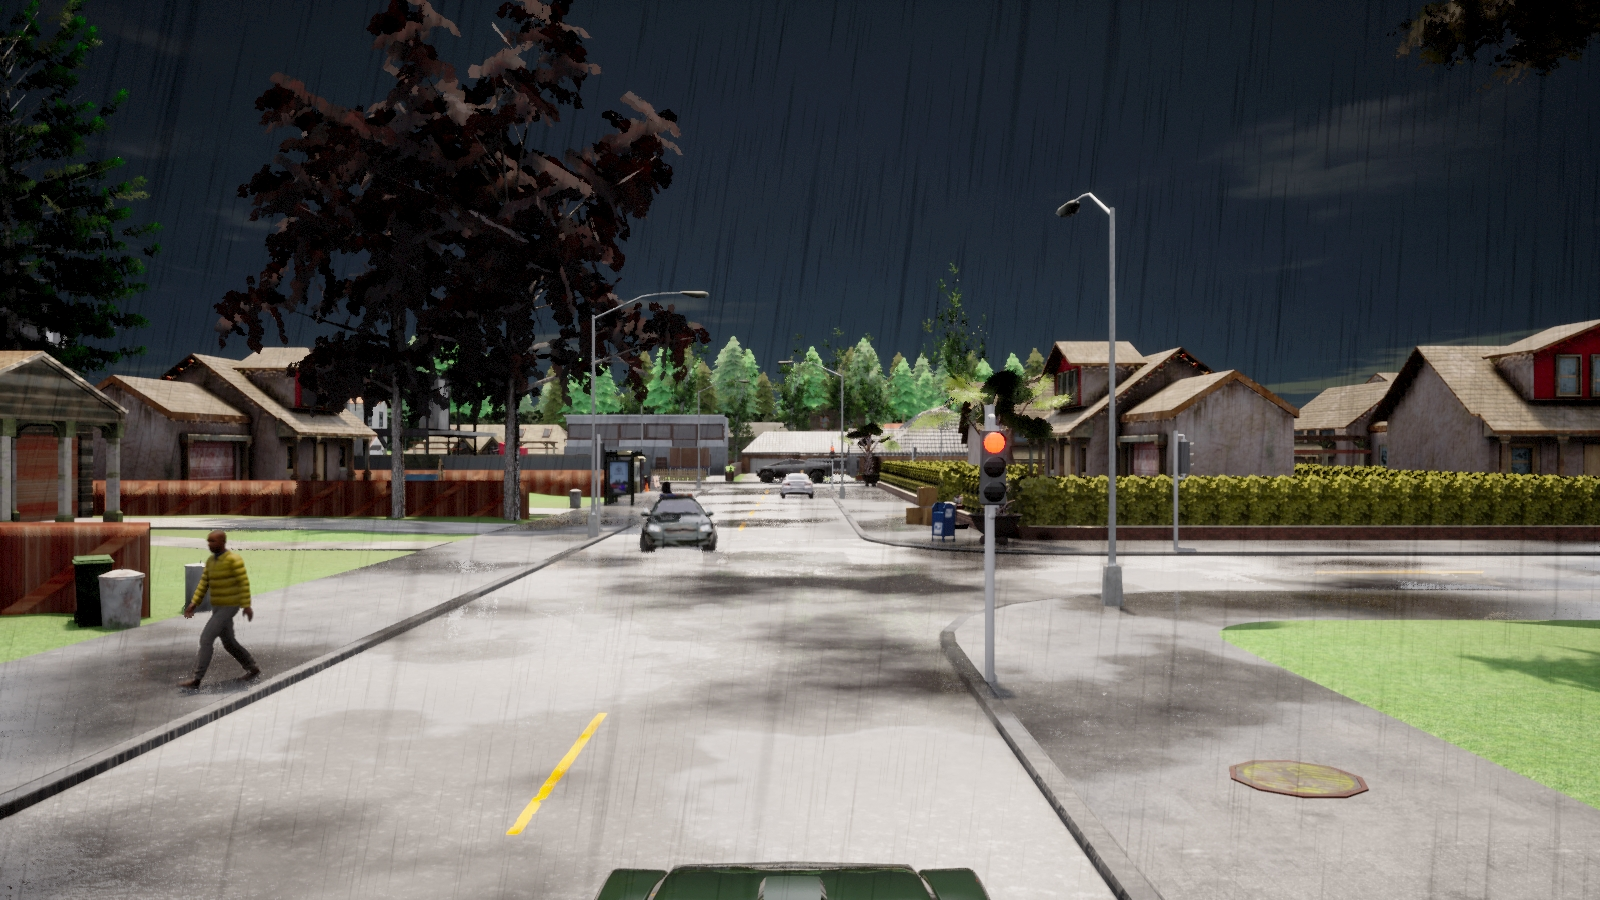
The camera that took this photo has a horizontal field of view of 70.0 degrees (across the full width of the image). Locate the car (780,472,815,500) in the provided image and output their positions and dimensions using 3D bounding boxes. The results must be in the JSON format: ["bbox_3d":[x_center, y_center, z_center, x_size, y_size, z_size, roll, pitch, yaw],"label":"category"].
[{"bbox_3d":[-0.164,2.081,66.907,2.002,1.442,4.674,0,0,0],"label":"car"}]

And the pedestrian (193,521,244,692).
[{"bbox_3d":[-6.568,1.746,12.907,0.375,1.860,0.375,0,0,33],"label":"pedestrian"}]

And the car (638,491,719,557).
[{"bbox_3d":[-3.554,2.037,32.679,2.038,1.542,4.974,0,0,-9],"label":"car"}]

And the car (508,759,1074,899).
[{"bbox_3d":[-0.028,2.155,3.193,1.895,1.301,4.718,0,0,0],"label":"car"}]
